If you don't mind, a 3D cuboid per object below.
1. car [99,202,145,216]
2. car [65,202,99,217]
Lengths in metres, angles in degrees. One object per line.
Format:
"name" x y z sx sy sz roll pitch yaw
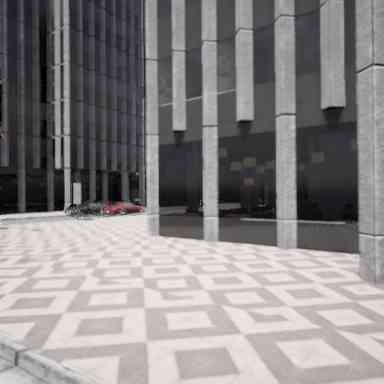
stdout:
"car" -7.028 1.787 34.937 1.812 1.442 4.674 -1 0 35
"car" -10.964 1.822 34.954 1.812 1.442 4.674 -1 0 36
